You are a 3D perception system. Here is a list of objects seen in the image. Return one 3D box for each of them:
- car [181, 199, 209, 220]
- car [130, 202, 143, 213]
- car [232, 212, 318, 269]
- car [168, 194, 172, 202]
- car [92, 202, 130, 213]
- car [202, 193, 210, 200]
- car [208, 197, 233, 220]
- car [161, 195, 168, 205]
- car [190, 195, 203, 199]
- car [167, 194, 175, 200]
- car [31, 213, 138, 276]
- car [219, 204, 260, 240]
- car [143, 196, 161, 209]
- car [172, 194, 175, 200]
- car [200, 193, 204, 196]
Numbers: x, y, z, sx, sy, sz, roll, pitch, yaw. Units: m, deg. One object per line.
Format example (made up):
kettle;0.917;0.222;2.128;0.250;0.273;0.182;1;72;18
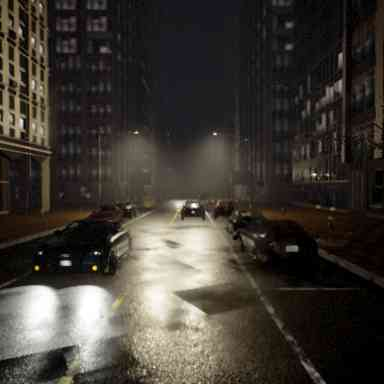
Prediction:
car;0.096;1.513;27.697;1.994;1.385;4.181;0;0;0
car;-5.670;1.514;28.039;1.947;1.339;4.313;-1;0;0
car;2.678;1.547;10.956;1.947;1.339;4.313;-1;0;0
car;-5.704;1.396;67.758;2.008;1.369;4.403;-1;0;0
car;-5.669;1.542;22.366;1.802;1.307;4.206;-1;0;0
car;2.675;1.347;45.002;1.967;1.590;4.097;-1;0;0
car;2.675;1.389;27.979;1.967;1.590;4.097;-1;0;0
car;-5.705;1.428;56.409;2.008;1.369;4.403;-1;0;0
car;0.098;1.507;44.970;1.895;1.301;4.718;0;0;0
car;-5.704;1.332;90.455;1.947;1.339;4.313;-1;0;0
car;-3.075;1.546;10.111;1.994;1.385;4.181;0;0;0
car;2.678;1.521;16.630;2.008;1.369;4.403;-1;0;0
car;-5.688;1.432;44.891;1.752;1.417;4.829;-1;0;0
car;-5.704;1.354;84.781;1.947;1.339;4.313;-1;0;0
car;2.672;1.160;67.700;2.192;1.841;5.009;-1;0;0
